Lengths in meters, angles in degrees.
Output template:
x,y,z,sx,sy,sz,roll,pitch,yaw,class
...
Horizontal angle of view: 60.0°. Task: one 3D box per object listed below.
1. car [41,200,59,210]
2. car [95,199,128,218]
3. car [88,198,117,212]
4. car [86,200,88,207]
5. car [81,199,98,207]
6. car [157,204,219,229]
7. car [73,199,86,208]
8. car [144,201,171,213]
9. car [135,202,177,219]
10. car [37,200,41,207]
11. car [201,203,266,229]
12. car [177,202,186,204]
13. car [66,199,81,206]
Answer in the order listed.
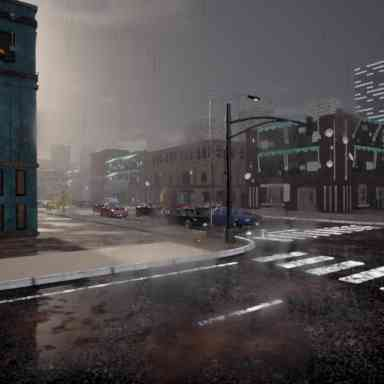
x,y,z,sx,sy,sz,roll,pitch,yaw,class
-24.248,2.235,57.603,1.752,1.417,4.829,-1,0,-35,car
-8.324,1.849,35.177,1.967,1.590,4.097,-1,0,-35,car
-11.757,1.978,44.538,2.128,1.511,4.902,-1,0,-35,car
-17.520,1.943,62.595,2.192,1.841,5.009,-1,0,-35,car
-20.719,2.231,67.108,1.887,1.381,4.507,-1,0,-35,car
-0.385,1.817,23.793,1.947,1.339,4.313,-1,0,-35,car
-20.457,2.195,62.279,1.812,1.442,4.674,-1,0,-35,car
-4.693,1.970,44.544,1.802,1.307,4.206,-1,0,-35,car
-4.039,1.832,33.636,2.128,1.511,4.902,-1,0,-35,car
-30.756,2.378,66.768,2.008,1.369,4.403,-1,0,-35,car
2.782,1.752,23.990,2.033,1.411,5.357,-1,0,-34,car
-1.489,1.908,40.032,1.802,1.307,4.206,-1,0,-35,car
-27.129,2.368,76.135,1.947,1.339,4.313,-1,0,-35,car
